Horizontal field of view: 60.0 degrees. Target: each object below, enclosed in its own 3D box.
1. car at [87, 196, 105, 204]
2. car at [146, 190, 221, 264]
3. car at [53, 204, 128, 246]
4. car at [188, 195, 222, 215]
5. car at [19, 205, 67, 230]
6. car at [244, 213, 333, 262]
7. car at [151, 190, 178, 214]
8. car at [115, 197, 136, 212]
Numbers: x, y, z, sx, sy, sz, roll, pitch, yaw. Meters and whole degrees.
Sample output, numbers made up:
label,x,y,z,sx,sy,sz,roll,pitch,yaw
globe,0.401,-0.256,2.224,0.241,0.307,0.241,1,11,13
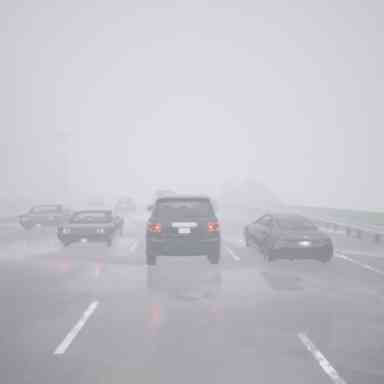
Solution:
label,x,y,z,sx,sy,sz,roll,pitch,yaw
car,-11.888,1.093,41.431,1.895,1.301,4.718,0,1,-13
car,-0.371,1.078,11.430,2.150,2.045,5.566,0,1,-4
car,-4.077,1.426,14.203,1.895,1.301,4.718,0,1,-5
car,1.080,1.120,29.773,2.128,1.511,4.902,0,1,-9
car,-8.067,1.367,19.152,1.895,1.301,4.718,0,1,-6
car,3.104,1.417,11.505,1.994,1.385,4.181,0,1,-3
car,-2.706,0.833,31.352,2.150,2.045,5.566,0,1,-10
car,-6.328,1.175,31.616,1.994,1.385,4.181,0,1,-10
